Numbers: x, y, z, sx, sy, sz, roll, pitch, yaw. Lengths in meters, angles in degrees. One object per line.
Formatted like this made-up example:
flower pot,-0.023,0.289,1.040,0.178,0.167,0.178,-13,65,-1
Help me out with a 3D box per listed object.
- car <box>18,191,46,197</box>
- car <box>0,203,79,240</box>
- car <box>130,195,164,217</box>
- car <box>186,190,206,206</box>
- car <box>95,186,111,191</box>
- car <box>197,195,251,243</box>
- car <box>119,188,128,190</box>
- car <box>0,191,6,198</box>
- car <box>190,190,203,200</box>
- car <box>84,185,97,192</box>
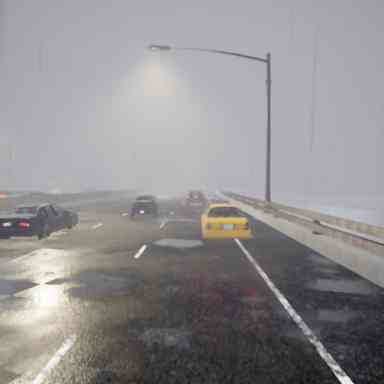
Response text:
car,-17.204,0.709,35.760,1.837,1.490,4.892,0,1,1
car,-6.833,1.209,14.896,2.033,1.411,5.357,0,1,1
car,-3.225,0.962,24.119,1.837,1.490,4.892,0,2,1
car,0.444,0.525,36.946,2.097,1.767,4.553,0,1,2
car,-19.410,-0.087,74.180,1.994,1.385,4.181,0,1,2
car,1.283,1.132,14.149,1.801,1.575,5.366,0,1,0
car,-15.767,-0.241,77.357,1.812,1.442,4.674,0,1,2
car,-20.755,0.608,33.405,2.097,1.767,4.553,0,1,1
car,0.729,0.417,49.970,1.812,1.442,4.674,0,1,2
car,-22.831,-0.473,76.053,2.150,2.045,5.566,0,1,2
